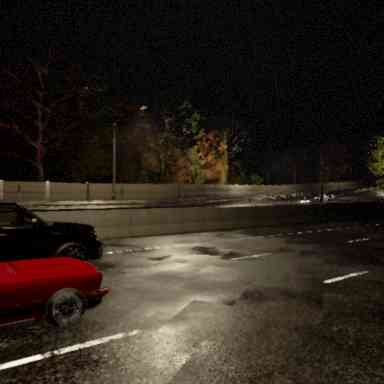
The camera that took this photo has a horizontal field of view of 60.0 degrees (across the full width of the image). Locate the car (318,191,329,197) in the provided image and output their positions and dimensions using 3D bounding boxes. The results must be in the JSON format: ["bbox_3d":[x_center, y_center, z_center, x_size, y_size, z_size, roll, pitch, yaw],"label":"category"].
[{"bbox_3d":[34.503,0.574,87.547,2.097,1.767,4.553,0,2,34],"label":"car"}]

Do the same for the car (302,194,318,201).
[{"bbox_3d":[25.855,1.137,74.268,2.128,1.511,4.902,0,1,32],"label":"car"}]

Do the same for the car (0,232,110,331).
[{"bbox_3d":[-3.825,1.600,5.321,4.718,1.301,1.895,0,0,-35],"label":"car"}]

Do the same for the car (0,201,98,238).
[{"bbox_3d":[-5.194,1.225,8.642,5.566,2.045,2.150,0,0,-35],"label":"car"}]
